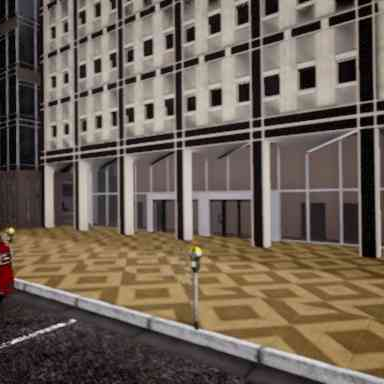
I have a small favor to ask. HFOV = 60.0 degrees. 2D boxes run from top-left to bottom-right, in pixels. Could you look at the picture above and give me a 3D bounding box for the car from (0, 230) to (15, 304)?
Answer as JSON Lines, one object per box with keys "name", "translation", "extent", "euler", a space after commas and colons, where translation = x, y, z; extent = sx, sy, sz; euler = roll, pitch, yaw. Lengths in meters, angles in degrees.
{"name": "car", "translation": [-5.672, 1.404, 6.913], "extent": [5.009, 1.841, 2.192], "euler": [-1, -1, 35]}
